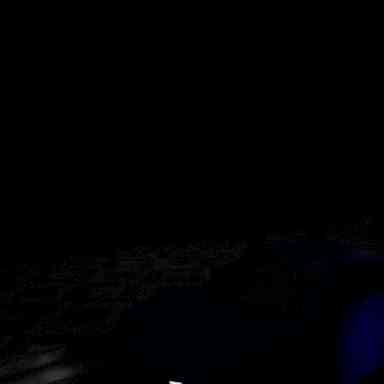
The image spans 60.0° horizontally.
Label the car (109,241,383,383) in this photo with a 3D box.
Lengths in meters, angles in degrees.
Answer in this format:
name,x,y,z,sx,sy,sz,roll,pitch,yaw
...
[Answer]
name,x,y,z,sx,sy,sz,roll,pitch,yaw
car,1.427,1.480,4.396,5.008,1.535,1.882,0,0,-36
